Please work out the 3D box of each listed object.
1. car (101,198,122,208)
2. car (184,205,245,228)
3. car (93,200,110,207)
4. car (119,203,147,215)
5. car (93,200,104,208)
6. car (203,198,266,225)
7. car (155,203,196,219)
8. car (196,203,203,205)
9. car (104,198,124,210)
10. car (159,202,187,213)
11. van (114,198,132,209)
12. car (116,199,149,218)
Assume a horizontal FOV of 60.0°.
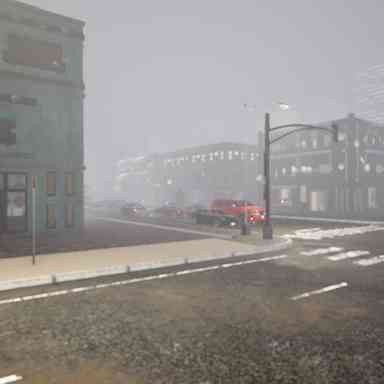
[{"bbox_3d":[-15.546,2.079,64.025,2.192,1.841,5.009,-1,0,-35],"label":"car"},{"bbox_3d":[1.620,1.905,25.237,1.947,1.339,4.313,-1,0,-35],"label":"car"},{"bbox_3d":[-18.751,2.367,68.534,1.887,1.381,4.507,-1,0,-35],"label":"car"},{"bbox_3d":[-7.706,2.118,43.060,1.994,1.385,4.181,0,0,-35],"label":"car"},{"bbox_3d":[-17.722,2.377,62.635,1.895,1.301,4.718,0,0,-35],"label":"car"},{"bbox_3d":[3.675,1.552,27.035,2.150,2.045,5.566,0,0,-35],"label":"car"},{"bbox_3d":[-1.985,2.044,34.998,1.895,1.301,4.718,0,0,-36],"label":"car"},{"bbox_3d":[0.502,2.043,41.474,1.802,1.307,4.206,-1,0,-35],"label":"car"},{"bbox_3d":[-12.227,2.027,54.909,2.097,1.767,4.553,0,0,-36],"label":"car"},{"bbox_3d":[-2.705,2.105,45.984,1.802,1.307,4.206,-1,0,-35],"label":"car"},{"bbox_3d":[-12.337,2.046,59.515,1.690,1.788,3.998,-1,0,-35],"label":"van"},{"bbox_3d":[-6.328,1.938,36.614,1.967,1.590,4.097,-1,0,-35],"label":"car"}]
